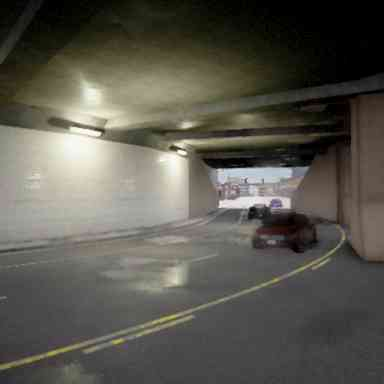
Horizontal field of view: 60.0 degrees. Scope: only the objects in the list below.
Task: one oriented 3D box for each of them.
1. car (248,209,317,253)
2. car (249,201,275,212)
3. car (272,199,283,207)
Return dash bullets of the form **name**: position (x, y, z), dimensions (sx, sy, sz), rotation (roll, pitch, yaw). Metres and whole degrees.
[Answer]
- **car**: position (4.156, 1.621, 14.386), dimensions (1.812, 1.442, 4.674), rotation (0, 0, 31)
- **car**: position (6.000, 1.771, 29.504), dimensions (1.994, 1.385, 4.181), rotation (0, 0, 10)
- **car**: position (14.647, 1.933, 57.898), dimensions (1.812, 1.442, 4.674), rotation (0, 0, 10)
